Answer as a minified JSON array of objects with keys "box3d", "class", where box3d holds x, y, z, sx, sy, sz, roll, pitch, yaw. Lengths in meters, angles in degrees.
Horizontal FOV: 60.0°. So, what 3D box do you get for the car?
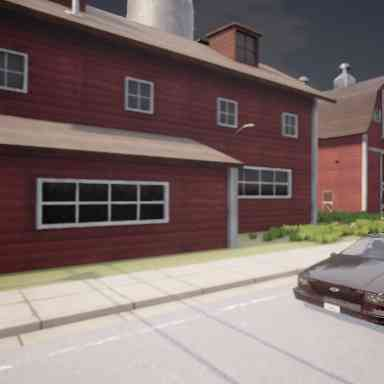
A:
[{"box3d":[4.564,1.633,7.298,5.357,1.411,2.033,1,0,-36],"class":"car"}]
